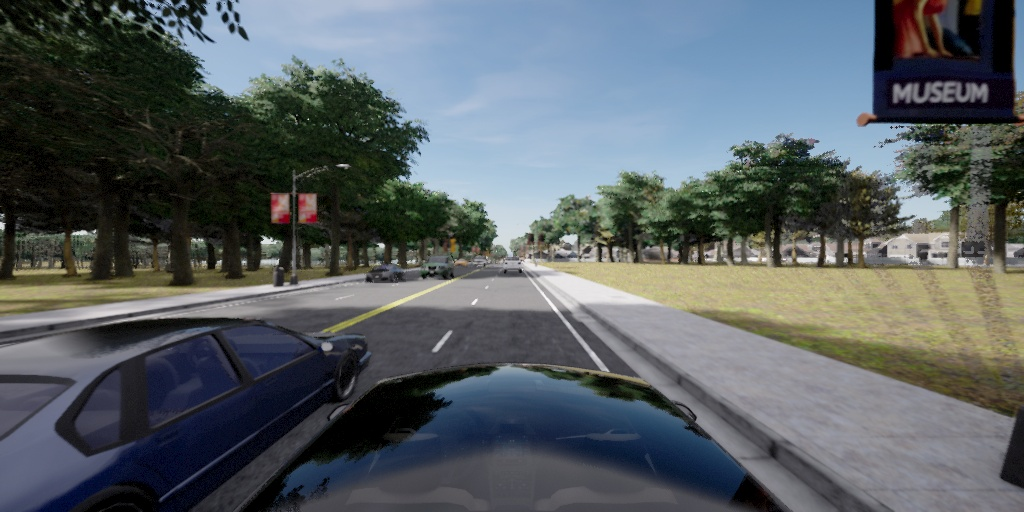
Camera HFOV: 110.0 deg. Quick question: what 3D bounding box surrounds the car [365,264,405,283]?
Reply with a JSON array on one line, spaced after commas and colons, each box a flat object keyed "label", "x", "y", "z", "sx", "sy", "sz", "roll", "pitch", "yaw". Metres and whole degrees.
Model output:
[{"label": "car", "x": -9.841, "y": 1.336, "z": 28.147, "sx": 1.994, "sy": 1.385, "sz": 4.181, "roll": 0, "pitch": 0, "yaw": 0}]

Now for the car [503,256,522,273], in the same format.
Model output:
[{"label": "car", "x": 0.107, "y": 1.023, "z": 44.791, "sx": 2.150, "sy": 2.045, "sz": 5.566, "roll": 0, "pitch": 0, "yaw": 0}]

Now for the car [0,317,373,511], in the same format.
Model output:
[{"label": "car", "x": -3.150, "y": 1.298, "z": 3.279, "sx": 2.033, "sy": 1.411, "sz": 5.357, "roll": 0, "pitch": 0, "yaw": 0}]

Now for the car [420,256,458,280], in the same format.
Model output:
[{"label": "car", "x": -6.590, "y": 1.002, "z": 32.281, "sx": 2.150, "sy": 2.045, "sz": 5.566, "roll": 0, "pitch": 0, "yaw": 0}]
